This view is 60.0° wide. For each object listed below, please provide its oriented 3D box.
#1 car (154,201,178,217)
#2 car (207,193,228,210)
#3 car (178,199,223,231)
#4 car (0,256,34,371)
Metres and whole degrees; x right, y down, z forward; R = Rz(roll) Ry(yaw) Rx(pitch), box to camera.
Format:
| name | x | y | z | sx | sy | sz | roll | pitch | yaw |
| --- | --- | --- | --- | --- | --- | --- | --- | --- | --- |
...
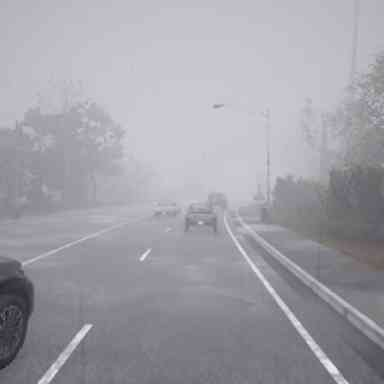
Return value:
| name | x | y | z | sx | sy | sz | roll | pitch | yaw |
| --- | --- | --- | --- | --- | --- | --- | --- | --- | --- |
| car | -2.101 | 1.500 | 30.305 | 1.895 | 1.301 | 4.718 | 0 | 0 | 6 |
| car | 3.189 | 1.091 | 41.552 | 2.150 | 2.045 | 5.566 | 0 | 0 | 11 |
| car | 0.586 | 1.425 | 20.153 | 2.128 | 1.511 | 4.902 | 0 | 0 | 3 |
| car | -3.385 | 1.212 | 2.497 | 2.150 | 2.045 | 5.566 | 0 | 0 | 0 |
